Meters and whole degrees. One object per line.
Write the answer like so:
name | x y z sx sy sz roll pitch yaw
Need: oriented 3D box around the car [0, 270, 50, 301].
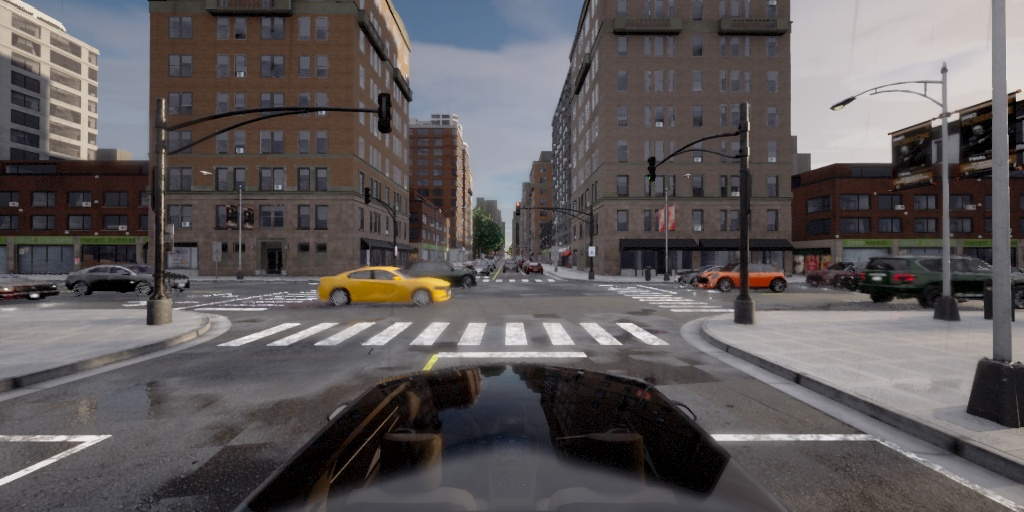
car | -21.552 1.171 14.188 5.357 1.411 2.033 0 0 0

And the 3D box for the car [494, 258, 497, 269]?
car | -3.376 1.339 47.395 2.033 1.411 5.357 0 0 -1

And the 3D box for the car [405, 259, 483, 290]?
car | -4.352 1.094 20.995 4.553 1.767 2.097 0 -1 -36

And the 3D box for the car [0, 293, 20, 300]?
car | -5.855 1.189 1.486 1.967 1.591 4.097 0 0 0

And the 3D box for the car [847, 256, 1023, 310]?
car | 17.418 1.015 14.495 5.566 2.045 2.150 0 0 0

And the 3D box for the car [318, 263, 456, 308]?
car | -5.002 1.171 14.316 5.008 1.535 1.882 0 0 0

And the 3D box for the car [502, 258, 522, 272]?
car | -0.183 1.282 46.569 2.128 1.511 4.902 0 0 -1

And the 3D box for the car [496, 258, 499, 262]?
car | -3.487 1.321 57.776 1.837 1.490 4.892 0 0 0

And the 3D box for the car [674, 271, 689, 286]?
car | 13.691 1.348 24.431 4.902 1.511 2.128 0 0 0

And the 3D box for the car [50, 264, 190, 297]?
car | -18.547 1.154 17.464 4.902 1.511 2.128 0 0 0

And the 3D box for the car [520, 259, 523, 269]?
car | 2.399 1.354 45.446 1.948 1.339 4.313 0 0 -1

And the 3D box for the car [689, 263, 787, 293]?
car | 13.391 1.181 21.163 4.553 1.767 2.097 0 0 0

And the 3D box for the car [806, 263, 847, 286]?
car | 22.885 1.249 24.486 4.553 1.767 2.097 0 0 -1

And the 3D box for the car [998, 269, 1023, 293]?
car | 32.316 1.478 21.303 4.181 1.385 1.994 0 0 -1

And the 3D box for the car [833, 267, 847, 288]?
car | 22.377 1.470 21.232 4.718 1.301 1.895 0 0 -1

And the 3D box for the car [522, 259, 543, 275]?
car | 2.461 1.324 39.940 1.888 1.381 4.507 0 0 -1

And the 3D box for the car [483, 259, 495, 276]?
car | -3.268 1.267 37.591 2.128 1.511 4.902 0 0 0
